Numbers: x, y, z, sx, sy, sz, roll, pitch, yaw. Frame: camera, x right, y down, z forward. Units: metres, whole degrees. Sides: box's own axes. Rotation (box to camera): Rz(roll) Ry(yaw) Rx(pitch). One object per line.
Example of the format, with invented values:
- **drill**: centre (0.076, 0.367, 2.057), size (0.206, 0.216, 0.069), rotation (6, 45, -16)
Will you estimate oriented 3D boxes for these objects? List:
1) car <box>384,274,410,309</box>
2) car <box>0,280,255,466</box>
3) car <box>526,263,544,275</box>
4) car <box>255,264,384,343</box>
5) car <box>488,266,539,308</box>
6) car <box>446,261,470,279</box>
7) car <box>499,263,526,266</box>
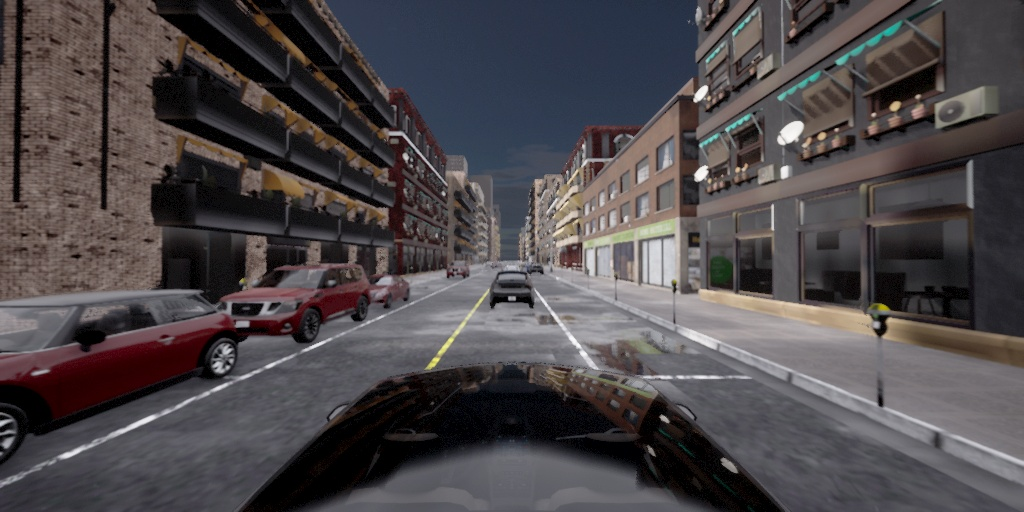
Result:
- **car**: centre (-5.690, 1.464, 15.723), size (1.802, 1.307, 4.207), rotation (0, 0, 0)
- **car**: centre (-5.692, 1.216, 4.451), size (1.967, 1.591, 4.097), rotation (0, 0, 0)
- **car**: centre (3.151, 1.681, 47.266), size (1.837, 1.490, 4.892), rotation (0, -1, 0)
- **car**: centre (-5.691, 1.144, 10.087), size (2.192, 1.841, 5.009), rotation (0, 0, 0)
- **car**: centre (0.005, 1.394, 16.165), size (1.837, 1.490, 4.892), rotation (0, 0, 0)
- **car**: centre (-5.687, 1.408, 38.268), size (2.192, 1.841, 5.009), rotation (0, 0, 0)
- **car**: centre (0.008, 1.554, 31.233), size (1.812, 1.442, 4.674), rotation (0, 0, 0)
